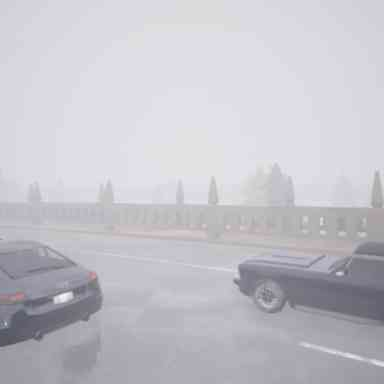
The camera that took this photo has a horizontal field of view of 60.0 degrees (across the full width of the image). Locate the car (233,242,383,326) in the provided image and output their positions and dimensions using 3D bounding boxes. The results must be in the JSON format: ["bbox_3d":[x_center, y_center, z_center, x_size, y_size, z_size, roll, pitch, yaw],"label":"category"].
[{"bbox_3d":[3.146,1.572,5.897,4.718,1.301,1.895,0,0,35],"label":"car"}]

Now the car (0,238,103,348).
[{"bbox_3d":[-3.626,1.568,6.089,4.181,1.385,1.994,0,0,33],"label":"car"}]
